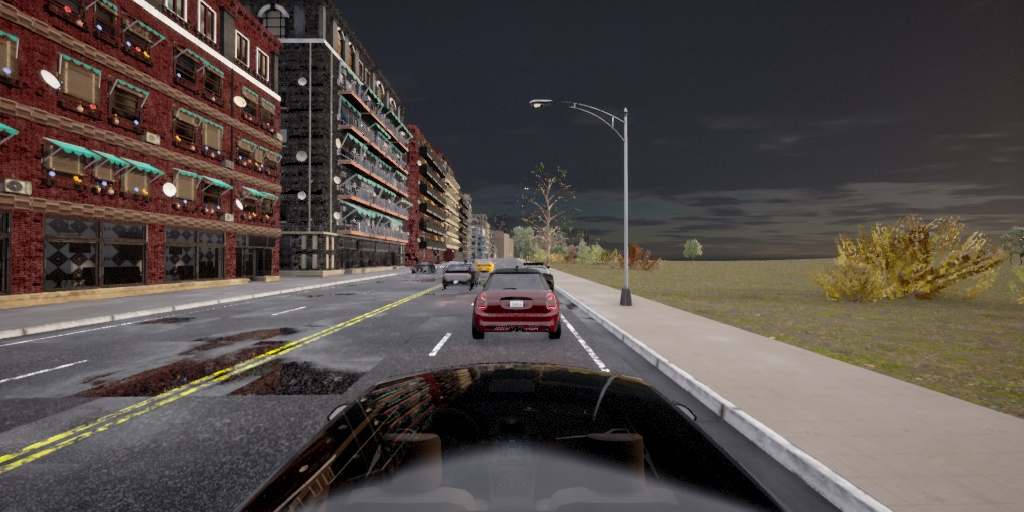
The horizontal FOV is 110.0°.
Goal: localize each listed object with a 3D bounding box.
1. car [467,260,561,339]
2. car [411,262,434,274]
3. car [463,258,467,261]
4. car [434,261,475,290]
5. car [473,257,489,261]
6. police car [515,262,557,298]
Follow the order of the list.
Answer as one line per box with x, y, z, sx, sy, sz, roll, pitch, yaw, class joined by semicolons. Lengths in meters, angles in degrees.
0.111;1.104;10.223;2.097;1.767;4.553;0;0;0;car
-9.784;1.318;39.916;1.994;1.385;4.181;0;0;0;car
-6.533;1.279;40.184;1.812;1.442;4.674;0;0;0;car
-3.114;1.244;22.428;2.128;1.511;4.902;0;0;0;car
-3.079;1.231;41.963;1.882;1.535;5.008;0;0;0;car
1.169;1.178;19.718;1.930;1.638;5.238;0;0;0;police car
